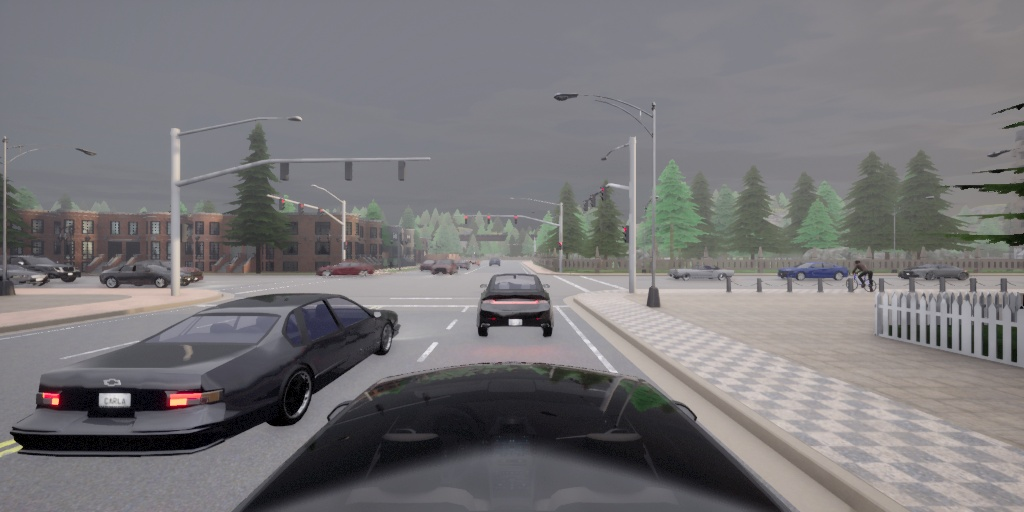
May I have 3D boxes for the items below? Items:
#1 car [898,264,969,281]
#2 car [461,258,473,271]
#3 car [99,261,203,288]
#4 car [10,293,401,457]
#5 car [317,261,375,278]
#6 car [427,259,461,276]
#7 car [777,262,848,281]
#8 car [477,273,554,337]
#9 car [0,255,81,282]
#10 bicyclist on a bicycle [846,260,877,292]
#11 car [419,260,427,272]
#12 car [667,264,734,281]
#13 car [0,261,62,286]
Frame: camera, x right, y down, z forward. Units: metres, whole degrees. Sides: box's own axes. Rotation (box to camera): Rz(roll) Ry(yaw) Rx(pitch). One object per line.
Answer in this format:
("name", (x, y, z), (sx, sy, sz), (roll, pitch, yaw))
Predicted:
("car", (34.838, 1.314, 29.724), (4.181, 1.385, 1.994), (0, 0, 1))
("car", (-7.072, 1.314, 50.197), (1.994, 1.385, 4.181), (0, 0, 0))
("car", (-23.181, 1.255, 22.918), (4.892, 1.490, 1.837), (0, 0, -3))
("car", (-3.435, 1.297, 5.629), (2.033, 1.411, 5.357), (0, 0, 0))
("car", (-15.648, 1.228, 33.969), (5.008, 1.535, 1.882), (0, 2, -23))
("car", (-7.080, 1.101, 37.769), (2.097, 1.767, 4.553), (0, 0, 0))
("car", (24.864, 1.228, 29.750), (5.008, 1.535, 1.882), (0, 0, 0))
("car", (0.084, 1.242, 10.296), (2.128, 1.511, 4.902), (0, 0, 0))
("car", (-35.162, 0.971, 26.009), (5.566, 2.045, 2.150), (0, 0, -6))
("bicyclist on a bicycle", (18.255, 1.052, 18.777), (0.582, 1.620, 1.656), (0, 0, 0))
("car", (-10.581, 1.228, 46.514), (1.882, 1.535, 5.008), (0, 0, 0))
("car", (15.572, 1.351, 29.764), (4.718, 1.301, 1.895), (0, 0, 0))
("car", (-32.546, 1.242, 22.682), (4.902, 1.511, 2.128), (0, 0, -4))
